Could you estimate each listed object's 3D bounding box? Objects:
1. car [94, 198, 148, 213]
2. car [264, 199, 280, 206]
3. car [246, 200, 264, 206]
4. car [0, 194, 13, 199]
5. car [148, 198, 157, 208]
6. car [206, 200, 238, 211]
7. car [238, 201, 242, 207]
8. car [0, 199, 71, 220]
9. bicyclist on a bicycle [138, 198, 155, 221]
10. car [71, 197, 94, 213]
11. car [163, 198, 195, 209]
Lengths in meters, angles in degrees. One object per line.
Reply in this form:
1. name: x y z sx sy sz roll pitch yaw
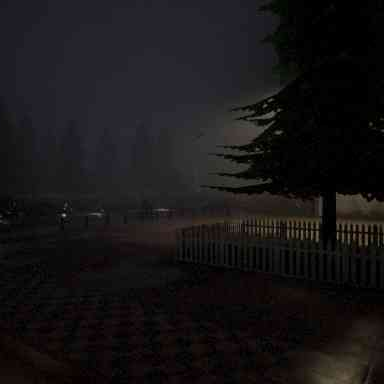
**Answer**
1. car: -7.817 1.547 37.015 2.033 1.411 5.357 0 0 35
2. car: 14.496 1.546 55.937 2.033 1.411 5.357 0 0 36
3. car: 10.924 1.564 56.952 1.994 1.385 4.181 0 0 35
4. car: -18.148 1.222 28.551 2.150 2.045 5.566 0 0 35
5. car: -6.605 1.526 44.741 1.812 1.442 4.674 0 0 36
6. car: 3.400 1.526 40.380 1.812 1.442 4.674 0 0 35
7. car: 5.745 1.505 49.686 1.837 1.490 4.892 0 0 36
8. car: -13.661 1.547 28.817 2.033 1.411 5.357 0 0 35
9. bicyclist on a bicycle: -3.355 1.302 24.352 1.656 1.620 0.582 0 0 35
10. car: -12.549 1.352 36.406 2.097 1.767 4.553 0 0 36
11. car: -1.650 1.547 45.645 2.033 1.411 5.357 0 0 36
